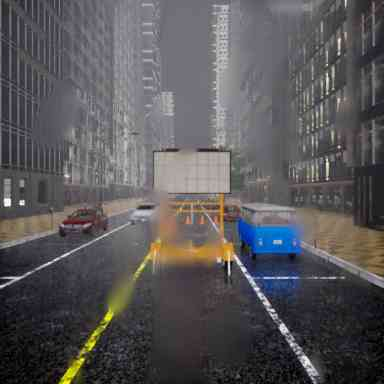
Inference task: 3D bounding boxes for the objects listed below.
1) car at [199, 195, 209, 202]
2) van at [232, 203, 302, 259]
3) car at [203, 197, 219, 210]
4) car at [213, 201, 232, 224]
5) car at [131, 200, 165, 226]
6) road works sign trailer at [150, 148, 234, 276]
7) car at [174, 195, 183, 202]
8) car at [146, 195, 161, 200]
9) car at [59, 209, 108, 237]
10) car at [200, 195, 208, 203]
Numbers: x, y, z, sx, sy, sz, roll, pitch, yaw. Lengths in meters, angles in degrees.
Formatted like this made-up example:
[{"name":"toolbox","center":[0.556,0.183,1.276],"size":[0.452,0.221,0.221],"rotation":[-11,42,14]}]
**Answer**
[{"name":"car","center":[2.678,1.387,74.898],"size":[1.967,1.590,4.097],"rotation":[0,0,0]},{"name":"van","center":[2.688,1.339,12.282],"size":[1.690,1.788,3.998],"rotation":[0,0,0]},{"name":"car","center":[2.683,1.573,40.744],"size":[1.802,1.307,4.206],"rotation":[0,0,0]},{"name":"car","center":[2.686,1.577,23.666],"size":[1.802,1.307,4.206],"rotation":[0,0,0]},{"name":"car","center":[-3.105,1.521,23.581],"size":[1.812,1.442,4.674],"rotation":[0,0,0]},{"name":"road works sign trailer","center":[-0.002,0.462,10.300],"size":[2.380,3.560,2.880],"rotation":[0,0,0]},{"name":"car","center":[-3.013,1.422,76.380],"size":[1.882,1.535,5.008],"rotation":[0,0,0]},{"name":"car","center":[-5.698,1.539,46.438],"size":[2.008,1.369,4.403],"rotation":[0,0,0]},{"name":"car","center":[-5.694,1.578,17.975],"size":[1.802,1.307,4.206],"rotation":[0,0,0]},{"name":"car","center":[2.682,1.534,52.129],"size":[2.008,1.369,4.403],"rotation":[0,0,0]}]
